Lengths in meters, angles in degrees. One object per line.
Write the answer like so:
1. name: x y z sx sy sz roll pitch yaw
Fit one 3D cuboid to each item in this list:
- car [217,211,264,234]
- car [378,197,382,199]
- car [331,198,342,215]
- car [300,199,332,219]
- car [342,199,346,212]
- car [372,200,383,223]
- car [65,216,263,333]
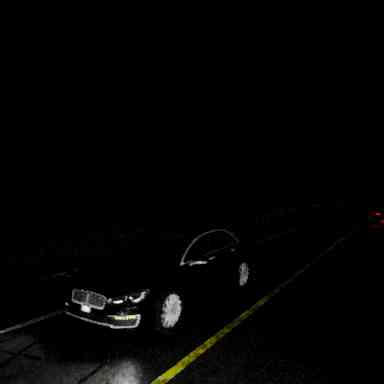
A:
1. car: 1.965 1.566 15.436 1.947 1.339 4.313 0 0 32
2. car: 20.105 1.527 33.506 1.812 1.442 4.674 0 0 32
3. car: 13.781 1.567 34.112 1.947 1.339 4.313 0 0 32
4. car: 10.827 1.583 29.443 1.802 1.307 4.206 0 0 32
5. car: 16.735 1.442 38.781 1.967 1.590 4.097 0 0 32
6. car: 14.566 1.549 24.570 2.033 1.411 5.357 0 0 32
7. car: -0.301 1.505 7.053 1.837 1.490 4.892 0 0 32
